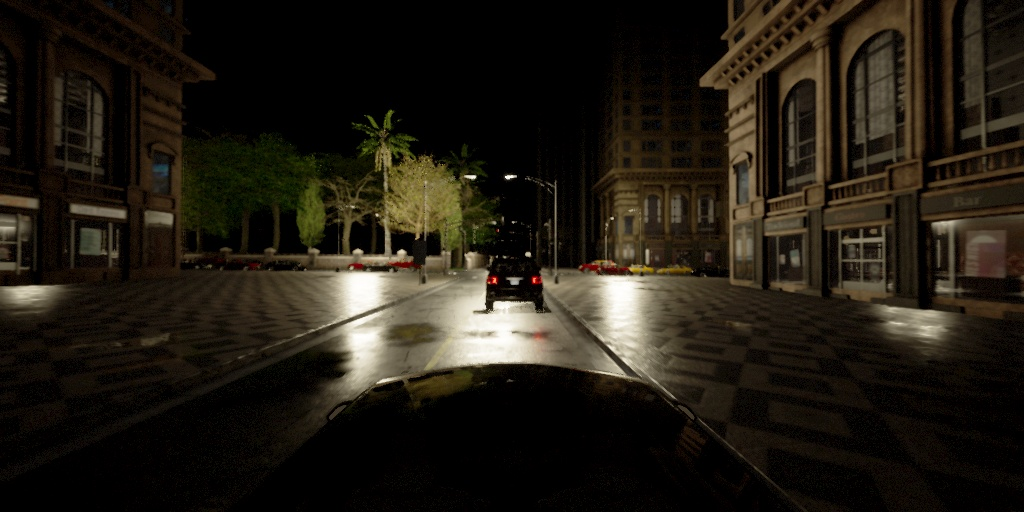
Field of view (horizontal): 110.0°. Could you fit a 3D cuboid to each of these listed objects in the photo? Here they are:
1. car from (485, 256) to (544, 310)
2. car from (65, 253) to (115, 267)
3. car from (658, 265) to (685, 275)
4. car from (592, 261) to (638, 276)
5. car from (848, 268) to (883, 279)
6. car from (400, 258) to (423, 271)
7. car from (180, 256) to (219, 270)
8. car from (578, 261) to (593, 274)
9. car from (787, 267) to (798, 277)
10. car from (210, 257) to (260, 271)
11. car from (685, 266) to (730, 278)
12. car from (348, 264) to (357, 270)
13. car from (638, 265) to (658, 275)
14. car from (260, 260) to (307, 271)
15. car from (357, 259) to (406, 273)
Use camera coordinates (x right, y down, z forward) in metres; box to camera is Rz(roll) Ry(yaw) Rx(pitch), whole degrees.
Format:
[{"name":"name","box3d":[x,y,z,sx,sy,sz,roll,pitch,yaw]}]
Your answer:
[{"name":"car","box3d":[0.090,1.039,15.038,2.150,2.045,5.566,0,-1,0]},{"name":"car","box3d":[-48.161,0.573,41.524,5.009,1.841,2.192,0,0,0]},{"name":"car","box3d":[22.739,1.922,49.889,4.829,1.417,1.751,0,0,0]},{"name":"car","box3d":[11.820,1.593,41.388,4.097,1.591,1.967,0,0,0]},{"name":"car","box3d":[39.520,2.098,41.326,4.207,1.307,1.802,0,0,0]},{"name":"car","box3d":[-15.010,1.177,49.974,5.009,1.841,2.192,0,0,0]},{"name":"car","box3d":[-37.113,0.984,41.499,4.403,1.370,2.007,0,0,0]},{"name":"car","box3d":[11.828,1.562,49.913,5.009,1.841,2.192,0,0,0]},{"name":"car","box3d":[33.979,2.012,41.338,4.313,1.339,1.948,0,0,0]},{"name":"car","box3d":[-31.589,1.064,41.486,4.507,1.381,1.888,0,0,0]},{"name":"car","box3d":[22.900,1.868,41.363,4.313,1.339,1.948,0,0,0]},{"name":"car","box3d":[-20.534,1.325,49.986,4.507,1.381,1.888,0,0,0]},{"name":"car","box3d":[17.199,1.848,49.901,4.829,1.417,1.751,0,0,0]},{"name":"car","box3d":[-26.065,1.169,41.473,4.313,1.339,1.948,0,0,0]},{"name":"car","box3d":[-15.017,1.319,41.449,4.403,1.370,2.007,0,0,0]}]
